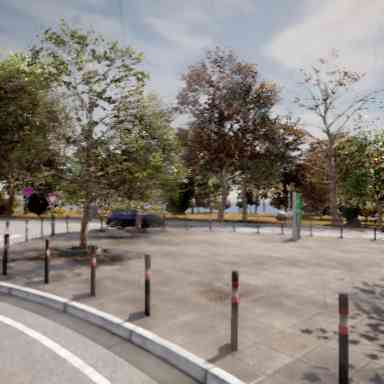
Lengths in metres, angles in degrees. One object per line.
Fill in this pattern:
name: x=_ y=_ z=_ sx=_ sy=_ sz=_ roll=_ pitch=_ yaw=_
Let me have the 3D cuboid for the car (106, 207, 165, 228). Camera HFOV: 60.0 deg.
car: x=-4.415 y=1.956 z=26.256 sx=4.553 sy=1.767 sz=2.097 roll=1 pitch=-2 yaw=-13

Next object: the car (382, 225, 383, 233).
car: x=13.963 y=2.114 z=19.458 sx=4.892 sy=1.490 sz=1.837 roll=0 pitch=-1 yaw=22
